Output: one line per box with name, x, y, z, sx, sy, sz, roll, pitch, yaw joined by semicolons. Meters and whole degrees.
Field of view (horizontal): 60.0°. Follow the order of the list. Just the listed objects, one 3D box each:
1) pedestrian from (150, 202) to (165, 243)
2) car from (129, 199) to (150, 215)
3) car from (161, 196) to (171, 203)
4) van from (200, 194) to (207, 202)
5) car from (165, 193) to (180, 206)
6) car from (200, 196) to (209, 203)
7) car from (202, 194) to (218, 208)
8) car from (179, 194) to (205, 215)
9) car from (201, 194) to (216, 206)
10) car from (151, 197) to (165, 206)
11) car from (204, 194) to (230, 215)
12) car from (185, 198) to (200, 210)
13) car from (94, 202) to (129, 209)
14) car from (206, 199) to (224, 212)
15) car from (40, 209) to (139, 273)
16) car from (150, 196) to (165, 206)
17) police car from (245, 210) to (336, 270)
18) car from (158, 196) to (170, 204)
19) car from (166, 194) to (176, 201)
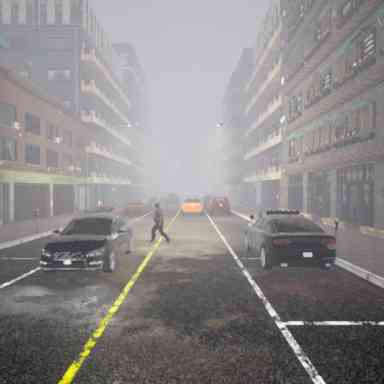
pedestrian;-1.468;1.291;14.206;0.375;1.860;0.375;-1;1;0
car;-5.695;1.547;33.291;1.887;1.381;4.507;-1;0;0
car;-5.688;1.600;73.083;1.947;1.339;4.313;-1;0;0
van;2.690;1.382;78.764;1.690;1.788;3.998;-1;0;0
car;-3.079;1.238;54.645;2.150;2.045;5.566;0;0;0
car;2.692;1.560;73.249;1.752;1.417;4.829;-1;0;0
car;2.685;1.329;50.340;2.192;1.841;5.009;-1;0;0
car;0.078;1.356;33.941;2.097;1.767;4.553;0;0;0
car;2.686;1.333;56.025;2.192;1.841;5.009;-1;0;0
car;-5.691;1.563;56.030;1.887;1.381;4.507;-1;0;0
car;2.682;1.318;33.286;2.192;1.841;5.009;-1;0;0
car;0.083;1.558;45.321;2.033;1.411;5.357;0;0;0
car;-5.697;1.543;21.921;1.887;1.381;4.507;-1;0;0
car;2.686;1.532;39.140;1.752;1.417;4.829;-1;0;0
car;-3.099;1.502;10.699;1.837;1.490;4.892;0;0;0
car;-5.693;1.454;50.345;1.967;1.590;4.097;-1;0;0
police car;3.002;1.423;11.209;1.930;1.638;5.238;0;0;0
car;-5.688;1.594;67.399;1.947;1.339;4.313;-1;0;0
car;-5.689;1.372;90.138;2.192;1.841;5.009;-1;0;0
